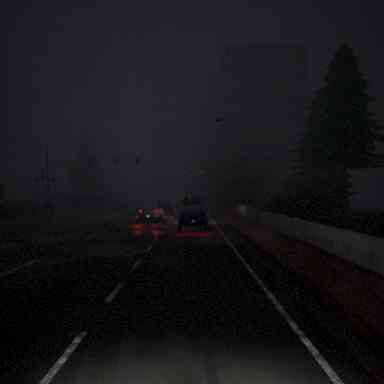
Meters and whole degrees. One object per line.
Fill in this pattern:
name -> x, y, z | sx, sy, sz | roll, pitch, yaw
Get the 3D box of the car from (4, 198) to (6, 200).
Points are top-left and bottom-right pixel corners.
car -> -41.045, 1.537, 70.005 | 3.866, 1.878, 1.905 | 0, 0, 0

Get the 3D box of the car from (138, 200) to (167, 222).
car -> -3.459, 1.698, 28.391 | 1.812, 1.442, 4.674 | 0, -1, 0

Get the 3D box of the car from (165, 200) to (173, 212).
car -> -3.471, 1.715, 41.732 | 1.882, 1.535, 5.008 | 0, -1, 0

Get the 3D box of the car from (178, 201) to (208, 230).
car -> 0.061, 1.614, 22.461 | 1.882, 1.535, 5.008 | 0, 0, 0

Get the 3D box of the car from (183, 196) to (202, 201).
car -> 0.059, 1.418, 32.479 | 2.150, 2.045, 5.566 | 0, 0, 0
